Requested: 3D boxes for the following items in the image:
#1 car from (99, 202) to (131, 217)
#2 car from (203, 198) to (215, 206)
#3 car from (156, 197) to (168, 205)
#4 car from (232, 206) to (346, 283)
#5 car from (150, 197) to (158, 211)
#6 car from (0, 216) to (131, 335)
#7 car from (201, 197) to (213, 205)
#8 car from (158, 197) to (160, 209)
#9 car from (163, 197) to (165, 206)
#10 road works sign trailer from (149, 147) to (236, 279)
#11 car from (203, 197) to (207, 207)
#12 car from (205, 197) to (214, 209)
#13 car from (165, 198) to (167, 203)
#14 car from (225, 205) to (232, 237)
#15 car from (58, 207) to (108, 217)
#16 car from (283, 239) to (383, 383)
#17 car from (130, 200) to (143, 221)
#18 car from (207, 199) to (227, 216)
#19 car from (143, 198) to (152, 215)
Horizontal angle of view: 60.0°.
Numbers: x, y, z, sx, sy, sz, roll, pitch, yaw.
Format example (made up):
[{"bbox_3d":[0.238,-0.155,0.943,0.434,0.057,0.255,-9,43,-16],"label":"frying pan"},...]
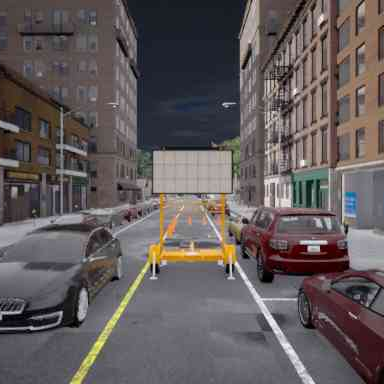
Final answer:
[{"bbox_3d":[-5.364,1.551,20.649,2.008,1.369,4.403,0,0,0],"label":"car"},{"bbox_3d":[2.698,1.596,53.754,1.802,1.307,4.206,0,0,0],"label":"car"},{"bbox_3d":[-5.320,1.600,59.281,1.802,1.307,4.206,0,0,0],"label":"car"},{"bbox_3d":[2.649,1.315,9.609,2.192,1.841,5.009,0,0,0],"label":"car"},{"bbox_3d":[-5.345,1.553,37.205,2.008,1.369,4.403,0,0,0],"label":"car"},{"bbox_3d":[-2.742,1.505,7.083,1.837,1.490,4.892,0,0,0],"label":"car"},{"bbox_3d":[2.705,1.584,59.273,1.947,1.339,4.313,0,0,0],"label":"car"},{"bbox_3d":[-5.339,1.446,42.724,1.967,1.590,4.097,0,0,0],"label":"car"},{"bbox_3d":[-5.333,1.535,48.073,1.752,1.417,4.829,0,0,0],"label":"car"},{"bbox_3d":[0.011,0.464,9.979,2.380,3.560,2.880,0,0,0],"label":"road works sign trailer"},{"bbox_3d":[2.686,1.531,42.888,1.752,1.417,4.829,0,0,0],"label":"car"},{"bbox_3d":[2.680,1.584,37.199,1.802,1.307,4.206,0,0,0],"label":"car"},{"bbox_3d":[-5.327,1.454,53.762,1.967,1.590,4.097,0,0,0],"label":"car"},{"bbox_3d":[2.651,1.525,15.295,1.752,1.417,4.829,0,0,0],"label":"car"},{"bbox_3d":[-5.370,1.582,15.130,1.802,1.307,4.206,0,0,0],"label":"car"},{"bbox_3d":[2.642,1.582,4.090,1.802,1.307,4.206,0,0,0],"label":"car"},{"bbox_3d":[-5.358,1.545,26.168,1.887,1.381,4.507,0,0,0],"label":"car"},{"bbox_3d":[2.674,1.583,31.682,1.802,1.307,4.206,0,0,0],"label":"car"},{"bbox_3d":[-5.351,1.567,31.687,1.947,1.339,4.313,0,0,0],"label":"car"}]
